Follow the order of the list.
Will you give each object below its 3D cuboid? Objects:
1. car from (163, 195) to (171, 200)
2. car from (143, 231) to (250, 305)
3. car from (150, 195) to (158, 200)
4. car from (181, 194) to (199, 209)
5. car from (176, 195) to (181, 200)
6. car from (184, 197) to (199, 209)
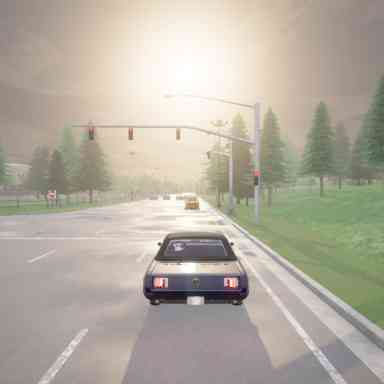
[{"bbox_3d":[-6.891,1.540,91.132,2.033,1.411,5.357,0,0,0],"label":"car"},{"bbox_3d":[0.088,1.601,8.002,1.895,1.301,4.718,0,0,0],"label":"car"},{"bbox_3d":[-10.391,1.540,91.136,2.033,1.411,5.357,0,0,0],"label":"car"},{"bbox_3d":[-0.103,1.101,46.110,1.882,1.535,5.008,-3,16,-5],"label":"car"},{"bbox_3d":[-3.391,1.553,91.127,1.994,1.385,4.181,0,0,0],"label":"car"},{"bbox_3d":[-0.054,1.577,49.670,2.033,1.411,5.357,0,1,2],"label":"car"}]
